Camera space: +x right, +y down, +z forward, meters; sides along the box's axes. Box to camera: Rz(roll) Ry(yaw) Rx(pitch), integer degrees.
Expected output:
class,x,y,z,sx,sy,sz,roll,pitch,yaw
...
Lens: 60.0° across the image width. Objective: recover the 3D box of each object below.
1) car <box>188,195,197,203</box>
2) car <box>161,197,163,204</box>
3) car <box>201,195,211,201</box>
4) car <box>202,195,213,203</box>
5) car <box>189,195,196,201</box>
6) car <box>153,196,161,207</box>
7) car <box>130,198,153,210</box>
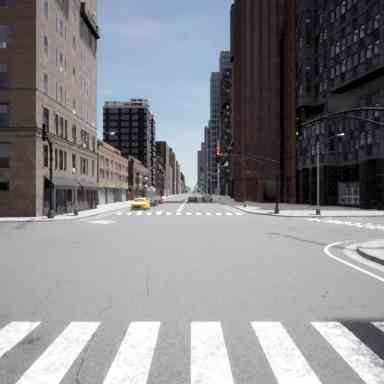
class,x,y,z,sx,sy,sz,roll,pitch,yaw
car,0.113,1.483,70.978,1.882,1.535,5.008,0,0,0
car,-6.463,1.486,62.159,1.882,1.535,5.008,0,0,0
car,3.379,1.497,81.393,2.128,1.511,4.902,0,0,0
car,3.363,1.530,70.973,2.128,1.511,4.902,0,0,0
car,0.130,1.450,81.397,1.882,1.535,5.008,0,0,0
car,-6.502,1.572,51.452,1.994,1.385,4.181,0,0,1
car,-6.531,1.485,42.203,1.882,1.535,5.008,0,0,0
